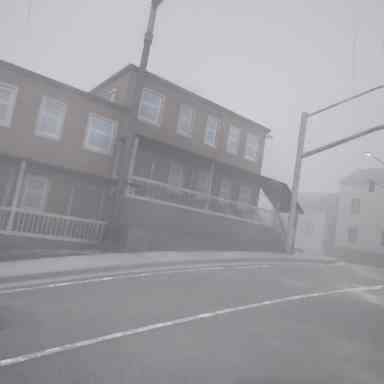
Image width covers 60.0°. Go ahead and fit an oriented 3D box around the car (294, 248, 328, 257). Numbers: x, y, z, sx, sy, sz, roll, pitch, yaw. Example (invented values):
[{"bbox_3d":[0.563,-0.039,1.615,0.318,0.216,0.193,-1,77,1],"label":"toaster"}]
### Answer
[{"bbox_3d":[9.697,5.693,29.283,1.812,1.442,4.674,14,-16,-34],"label":"car"}]
